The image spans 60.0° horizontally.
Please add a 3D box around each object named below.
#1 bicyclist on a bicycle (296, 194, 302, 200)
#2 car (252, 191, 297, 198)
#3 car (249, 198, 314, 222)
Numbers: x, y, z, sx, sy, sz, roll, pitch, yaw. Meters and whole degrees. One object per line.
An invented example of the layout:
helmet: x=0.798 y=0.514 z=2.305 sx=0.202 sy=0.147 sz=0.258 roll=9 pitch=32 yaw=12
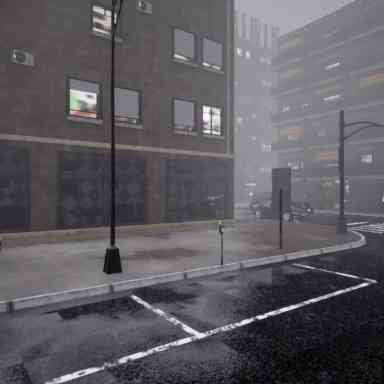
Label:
bicyclist on a bicycle: x=11.563 y=1.011 z=36.210 sx=1.656 sy=1.620 sz=0.582 roll=0 pitch=1 yaw=-36
car: x=7.208 y=0.988 z=27.338 sx=2.150 sy=2.045 sz=5.566 roll=0 pitch=1 yaw=-36
car: x=6.298 y=1.342 z=24.197 sx=2.008 sy=1.369 sz=4.403 roll=1 pitch=0 yaw=-36
